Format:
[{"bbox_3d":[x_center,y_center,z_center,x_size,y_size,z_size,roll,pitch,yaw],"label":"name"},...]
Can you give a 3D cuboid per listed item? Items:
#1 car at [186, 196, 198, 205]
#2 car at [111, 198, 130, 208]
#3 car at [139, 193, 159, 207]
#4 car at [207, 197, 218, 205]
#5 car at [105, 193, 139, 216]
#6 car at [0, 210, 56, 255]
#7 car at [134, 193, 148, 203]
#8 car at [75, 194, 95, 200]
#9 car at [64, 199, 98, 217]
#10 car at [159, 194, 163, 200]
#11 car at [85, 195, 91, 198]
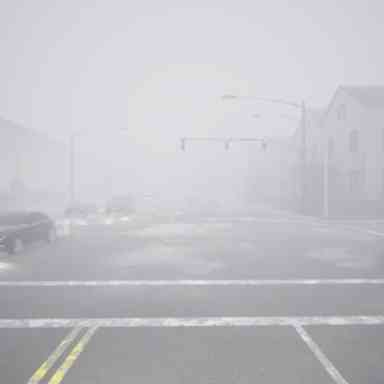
[{"bbox_3d":[0.059,1.488,58.669,2.128,1.511,4.902,0,0,0],"label":"car"},{"bbox_3d":[-10.543,1.561,49.406,1.994,1.385,4.181,0,0,0],"label":"car"},{"bbox_3d":[-7.038,1.218,52.793,2.150,2.045,5.566,0,0,0],"label":"car"},{"bbox_3d":[3.558,1.595,58.695,1.895,1.301,4.718,0,0,0],"label":"car"},{"bbox_3d":[-7.065,1.219,33.318,2.150,2.045,5.566,0,0,0],"label":"car"},{"bbox_3d":[-7.087,1.504,13.282,1.837,1.490,4.892,0,0,0],"label":"car"},{"bbox_3d":[-10.431,1.211,68.547,2.150,2.045,5.566,0,0,0],"label":"car"},{"bbox_3d":[-28.880,1.447,89.786,2.038,1.542,4.974,0,0,29],"label":"car"},{"bbox_3d":[-10.568,1.599,31.923,1.895,1.301,4.718,0,0,0],"label":"car"},{"bbox_3d":[-6.931,1.150,68.994,1.837,1.490,4.892,0,0,0],"label":"car"},{"bbox_3d":[-28.095,1.447,84.419,2.038,1.542,4.974,0,0,-36],"label":"car"}]
